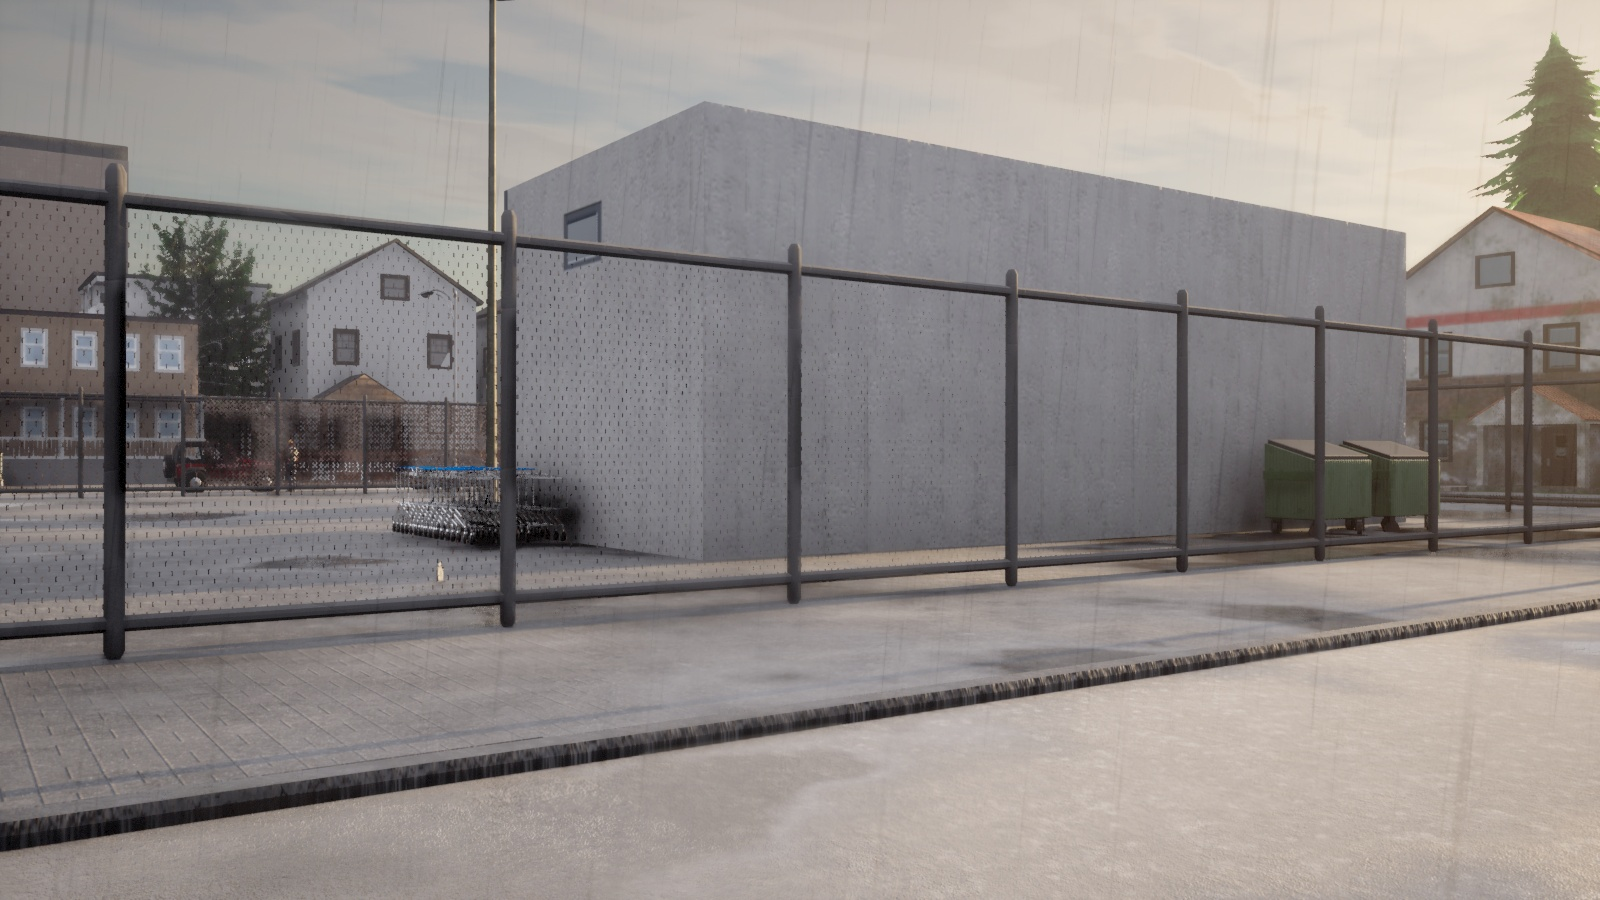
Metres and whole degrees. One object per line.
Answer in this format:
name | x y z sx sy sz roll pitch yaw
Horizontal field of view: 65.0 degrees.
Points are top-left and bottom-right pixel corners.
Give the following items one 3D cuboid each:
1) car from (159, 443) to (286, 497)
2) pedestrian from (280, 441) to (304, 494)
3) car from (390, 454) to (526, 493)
car | -20.718 0.695 45.078 3.866 1.878 1.905 0 0 -34
pedestrian | -17.719 0.593 43.803 0.706 1.836 0.354 0 0 23
car | -13.605 0.901 50.073 4.892 1.490 1.837 0 0 -33
